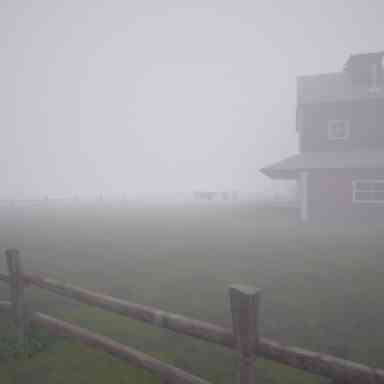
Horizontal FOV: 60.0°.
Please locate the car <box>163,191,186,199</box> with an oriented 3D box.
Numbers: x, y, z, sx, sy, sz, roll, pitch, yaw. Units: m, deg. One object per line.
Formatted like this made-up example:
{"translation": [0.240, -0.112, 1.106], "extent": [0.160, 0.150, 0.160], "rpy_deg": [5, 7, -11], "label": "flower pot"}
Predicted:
{"translation": [-3.035, 0.605, 61.204], "extent": [1.882, 1.535, 5.008], "rpy_deg": [0, 1, 44], "label": "car"}
